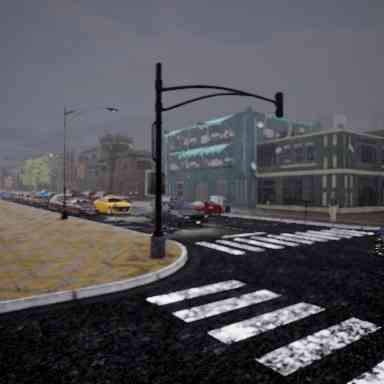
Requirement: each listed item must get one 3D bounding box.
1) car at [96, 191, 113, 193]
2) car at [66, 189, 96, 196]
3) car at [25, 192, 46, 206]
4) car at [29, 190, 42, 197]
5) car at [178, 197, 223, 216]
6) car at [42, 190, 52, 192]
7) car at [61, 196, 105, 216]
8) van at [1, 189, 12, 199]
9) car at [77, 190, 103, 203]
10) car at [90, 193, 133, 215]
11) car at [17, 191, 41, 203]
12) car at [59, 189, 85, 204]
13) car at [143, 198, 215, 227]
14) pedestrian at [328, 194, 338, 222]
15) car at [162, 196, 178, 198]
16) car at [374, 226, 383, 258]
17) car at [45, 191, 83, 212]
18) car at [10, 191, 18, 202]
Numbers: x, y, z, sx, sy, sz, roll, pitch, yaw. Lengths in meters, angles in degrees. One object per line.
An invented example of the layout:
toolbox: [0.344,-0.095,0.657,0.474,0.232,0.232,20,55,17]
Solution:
car: [-12.241,0.788,46.109,2.192,1.841,5.009,1,0,-36]
car: [-12.819,0.887,37.117,2.097,1.767,4.553,0,1,-36]
car: [-19.000,1.016,41.145,1.802,1.307,4.206,1,0,-36]
car: [-38.522,0.301,81.860,1.967,1.590,4.097,1,0,-36]
car: [0.891,1.336,28.233,1.802,1.307,4.206,1,0,-36]
car: [-24.320,0.740,58.137,1.837,1.490,4.892,0,1,-36]
car: [-9.147,1.228,27.740,1.802,1.307,4.206,1,0,-36]
van: [-35.418,0.398,63.491,1.690,1.788,3.998,1,0,-36]
car: [-15.527,0.715,50.580,2.192,1.841,5.009,1,0,-36]
car: [-6.989,1.137,29.178,1.882,1.535,5.008,0,1,-36]
car: [-22.285,0.943,45.616,1.802,1.307,4.206,1,0,-36]
car: [-17.994,0.601,49.541,2.150,2.045,5.566,0,1,-36]
car: [-1.199,1.328,21.286,2.033,1.411,5.357,0,1,-36]
pedestrian: [9.244,1.034,21.831,0.375,1.860,0.375,1,-1,-36]
car: [-2.392,1.125,32.704,1.967,1.590,4.097,1,0,-36]
car: [7.120,1.350,9.763,2.097,1.767,4.553,0,0,11]
car: [-12.428,1.016,32.208,1.967,1.590,4.097,1,0,-36]
car: [-25.569,0.831,50.084,1.887,1.381,4.507,1,0,-36]
